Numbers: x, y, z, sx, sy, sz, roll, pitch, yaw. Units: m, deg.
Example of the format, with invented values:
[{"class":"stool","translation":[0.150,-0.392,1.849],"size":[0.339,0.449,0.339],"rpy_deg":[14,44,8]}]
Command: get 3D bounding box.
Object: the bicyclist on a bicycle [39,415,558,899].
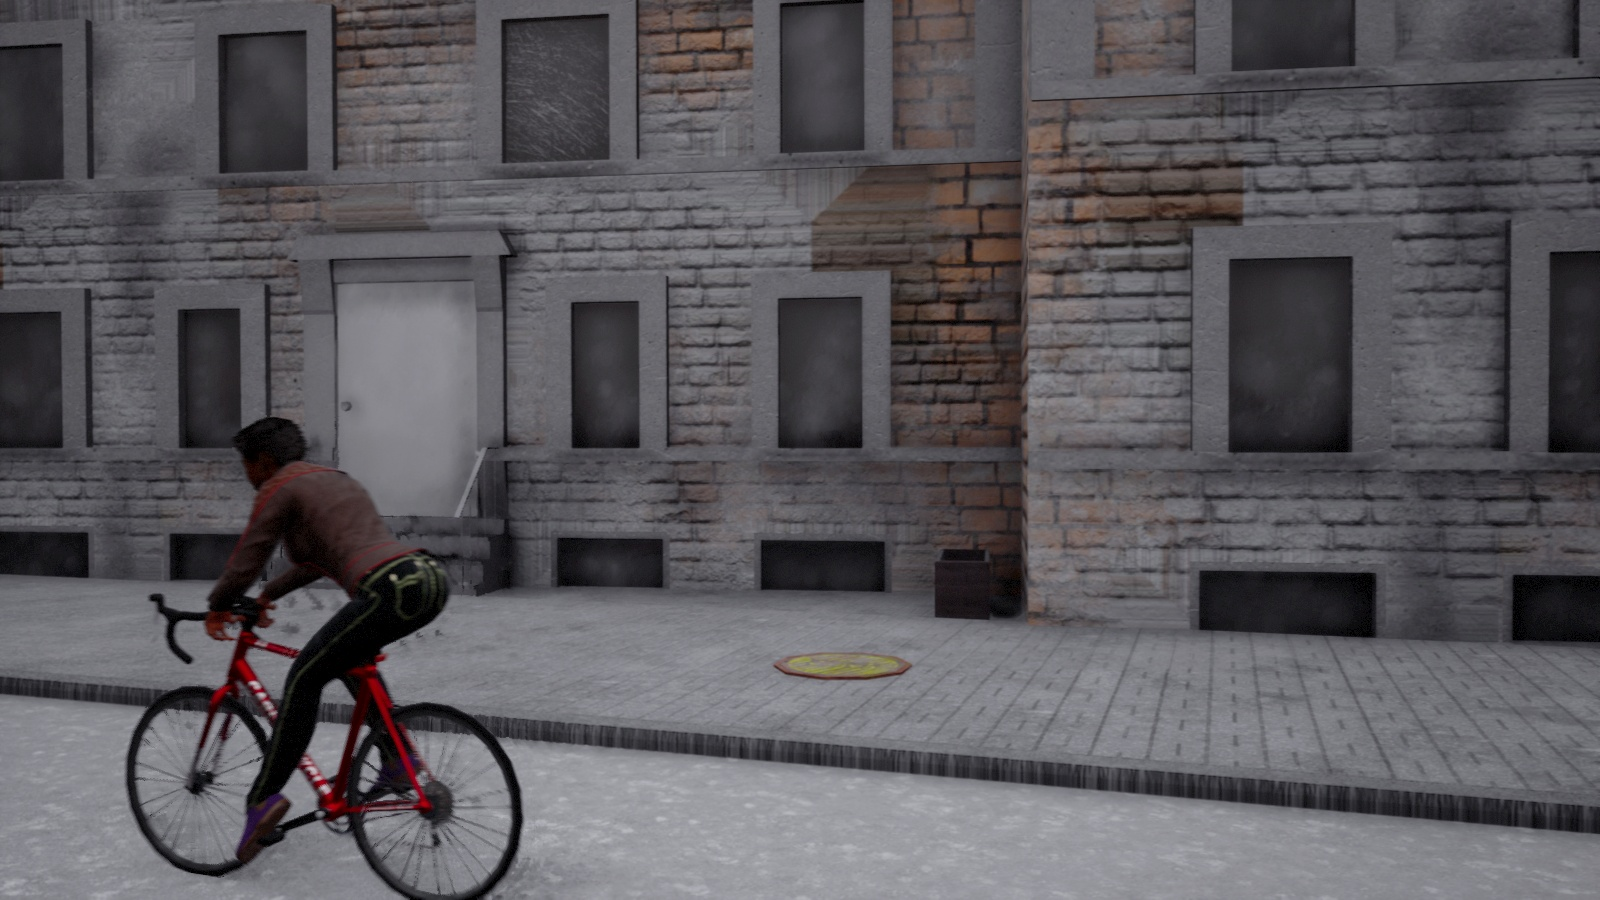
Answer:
[{"class":"bicyclist on a bicycle","translation":[-1.711,0.698,4.295],"size":[1.656,1.620,0.582],"rpy_deg":[0,1,19]}]
